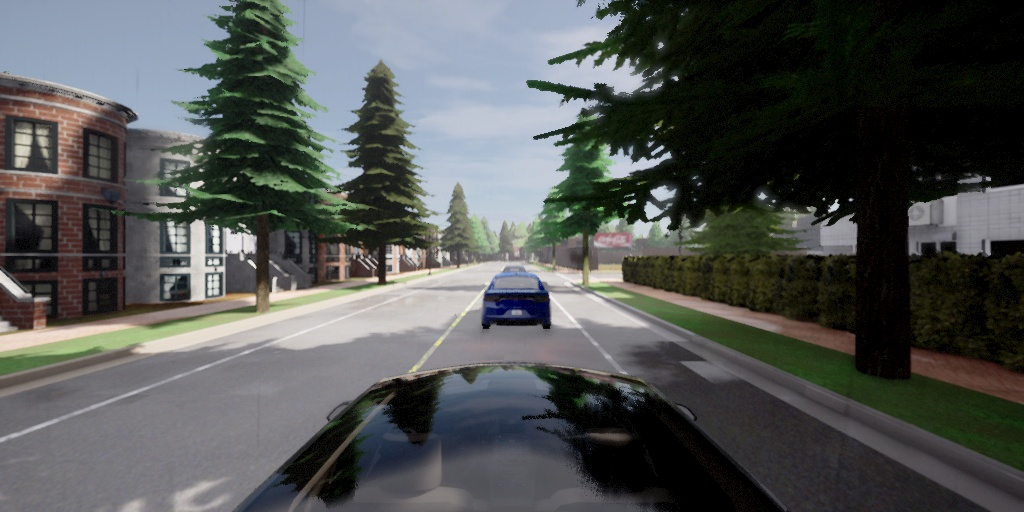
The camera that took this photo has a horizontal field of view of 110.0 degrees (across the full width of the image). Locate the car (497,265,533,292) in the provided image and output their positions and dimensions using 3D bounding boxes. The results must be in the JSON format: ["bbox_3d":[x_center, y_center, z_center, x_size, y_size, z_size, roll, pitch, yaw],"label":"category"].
[{"bbox_3d":[0.158,1.344,23.056,2.033,1.411,5.357,0,0,0],"label":"car"}]

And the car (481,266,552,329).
[{"bbox_3d":[0.125,1.249,11.346,1.882,1.535,5.008,0,0,0],"label":"car"}]
